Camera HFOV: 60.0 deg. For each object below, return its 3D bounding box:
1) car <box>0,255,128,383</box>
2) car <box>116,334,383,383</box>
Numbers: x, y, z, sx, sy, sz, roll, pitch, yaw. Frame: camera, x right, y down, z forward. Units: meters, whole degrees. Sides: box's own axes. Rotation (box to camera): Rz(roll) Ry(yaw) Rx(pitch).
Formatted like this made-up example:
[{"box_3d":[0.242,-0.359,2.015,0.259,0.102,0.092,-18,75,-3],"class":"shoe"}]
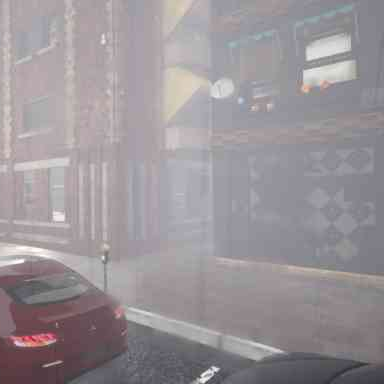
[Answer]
[{"box_3d":[-2.731,1.583,4.783,4.206,1.307,1.802,0,-1,35],"class":"car"},{"box_3d":[1.881,1.566,1.507,4.313,1.339,1.947,0,-1,35],"class":"car"}]
